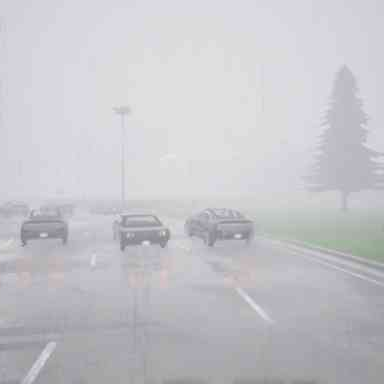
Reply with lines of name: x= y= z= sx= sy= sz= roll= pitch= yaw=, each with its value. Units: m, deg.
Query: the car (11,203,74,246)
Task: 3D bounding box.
car: x=-6.851 y=1.525 z=15.708 sx=2.128 sy=1.511 sz=4.902 roll=0 pitch=0 yaw=-21

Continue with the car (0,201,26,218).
car: x=-16.648 y=1.580 z=30.873 sx=2.128 sy=1.511 sz=4.902 roll=0 pitch=0 yaw=-42

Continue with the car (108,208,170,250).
car: x=-2.395 y=1.604 z=14.517 sx=1.895 sy=1.301 sz=4.718 roll=0 pitch=0 yaw=-18

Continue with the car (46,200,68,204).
car: x=-13.356 y=1.541 z=32.738 sx=1.882 sy=1.535 sz=5.008 roll=0 pitch=0 yaw=-43

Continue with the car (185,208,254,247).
car: x=1.052 y=1.471 z=15.016 sx=2.128 sy=1.511 sz=4.902 roll=0 pitch=0 yaw=-17

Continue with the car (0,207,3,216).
car: x=-10.805 y=1.661 z=16.384 sx=1.895 sy=1.301 sz=4.718 roll=0 pitch=0 yaw=-24

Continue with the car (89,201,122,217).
car: x=-8.450 y=1.594 z=32.458 sx=1.994 sy=1.385 sz=4.181 roll=0 pitch=0 yaw=-39
